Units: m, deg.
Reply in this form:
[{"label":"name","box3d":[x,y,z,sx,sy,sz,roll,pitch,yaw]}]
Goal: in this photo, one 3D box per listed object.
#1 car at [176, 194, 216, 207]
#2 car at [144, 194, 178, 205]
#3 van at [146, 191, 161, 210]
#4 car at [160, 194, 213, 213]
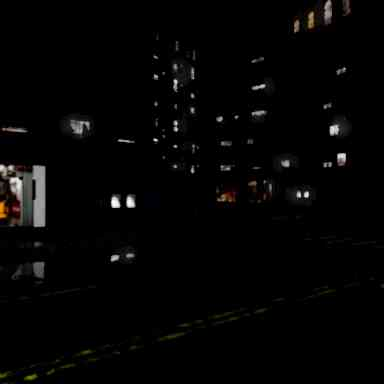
[{"label":"car","box3d":[0.407,1.030,39.447,4.403,1.369,2.008,1,0,37]},{"label":"car","box3d":[-4.003,0.951,42.776,4.206,1.307,1.802,1,0,37]},{"label":"van","box3d":[-4.663,0.810,32.780,3.998,1.788,1.690,1,0,37]},{"label":"car","box3d":[-0.259,1.130,29.450,4.403,1.369,2.008,1,0,37]}]
